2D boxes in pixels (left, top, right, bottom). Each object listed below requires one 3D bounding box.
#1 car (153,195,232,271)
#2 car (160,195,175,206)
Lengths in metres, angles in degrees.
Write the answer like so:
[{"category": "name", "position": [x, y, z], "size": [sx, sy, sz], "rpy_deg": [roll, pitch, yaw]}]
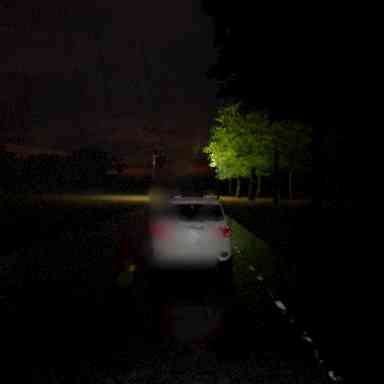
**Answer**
[{"category": "car", "position": [0.052, 1.206, 10.976], "size": [2.150, 2.045, 5.566], "rpy_deg": [0, -1, 1]}, {"category": "car", "position": [-3.585, 1.245, 49.817], "size": [1.812, 1.442, 4.674], "rpy_deg": [0, 1, 0]}]
